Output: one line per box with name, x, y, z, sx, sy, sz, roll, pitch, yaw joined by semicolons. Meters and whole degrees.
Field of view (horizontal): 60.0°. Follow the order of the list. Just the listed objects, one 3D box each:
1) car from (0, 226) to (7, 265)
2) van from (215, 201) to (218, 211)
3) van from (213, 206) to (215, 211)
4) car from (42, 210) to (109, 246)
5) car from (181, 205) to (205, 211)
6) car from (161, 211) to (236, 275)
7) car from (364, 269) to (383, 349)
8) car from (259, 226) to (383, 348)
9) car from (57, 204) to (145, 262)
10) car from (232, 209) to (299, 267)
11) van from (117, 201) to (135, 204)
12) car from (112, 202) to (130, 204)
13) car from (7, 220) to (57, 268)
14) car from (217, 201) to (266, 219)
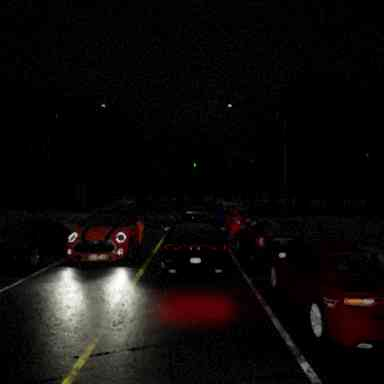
car;-5.767;1.597;6.265;1.752;1.417;4.829;0;-1;0
van;2.748;1.599;22.754;1.690;1.788;3.998;0;-1;0
van;2.745;1.661;28.191;1.690;1.788;3.998;0;-1;0
car;-5.774;1.720;17.139;1.752;1.417;4.829;0;-1;0
car;0.089;1.807;27.789;2.128;1.511;4.902;0;-1;0
car;0.090;1.600;10.859;1.882;1.535;5.008;0;-1;0
car;2.761;1.540;1.172;1.752;1.417;4.829;0;-1;0
car;2.758;1.618;6.440;1.887;1.381;4.507;0;-1;0
car;-3.094;1.496;12.713;2.097;1.767;4.553;0;-1;0
car;2.754;1.574;11.878;1.967;1.590;4.097;0;-1;0
van;-5.781;1.661;28.186;1.690;1.788;3.998;0;-1;0
car;-5.777;1.698;22.747;1.967;1.590;4.097;0;-1;0
car;-5.771;1.700;11.871;1.947;1.339;4.313;0;-1;0
car;2.751;1.511;17.317;2.192;1.841;5.009;0;-1;0
